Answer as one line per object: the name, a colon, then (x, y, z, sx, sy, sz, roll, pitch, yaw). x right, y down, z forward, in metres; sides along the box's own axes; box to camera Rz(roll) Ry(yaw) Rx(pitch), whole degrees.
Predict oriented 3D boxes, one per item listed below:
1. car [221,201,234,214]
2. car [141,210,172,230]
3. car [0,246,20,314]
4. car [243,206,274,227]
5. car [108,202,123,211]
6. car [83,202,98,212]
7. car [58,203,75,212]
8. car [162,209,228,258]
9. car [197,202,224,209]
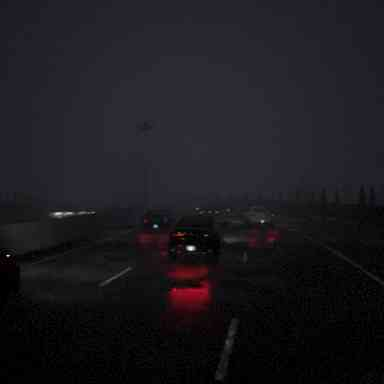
car: (4.141, 1.958, 42.798, 1.837, 1.490, 4.892, 0, -1, -7)
car: (-2.126, 1.870, 23.122, 1.895, 1.301, 4.718, 0, -1, 4)
car: (-5.015, 1.299, 4.457, 2.150, 2.045, 5.566, 0, -1, 14)
car: (4.896, 1.780, 24.921, 1.812, 1.442, 4.674, 0, 0, 3)
car: (-11.111, 2.141, 48.549, 2.033, 1.411, 5.357, 0, -1, -11)
car: (-14.809, 2.141, 48.886, 1.812, 1.442, 4.674, 0, 0, -13)
car: (-18.385, 2.235, 48.937, 1.895, 1.301, 4.718, 0, -1, -13)
car: (0.337, 1.657, 13.569, 1.837, 1.490, 4.892, 0, -1, 9)
car: (1.534, 1.899, 32.227, 2.033, 1.411, 5.357, 0, -1, -2)
